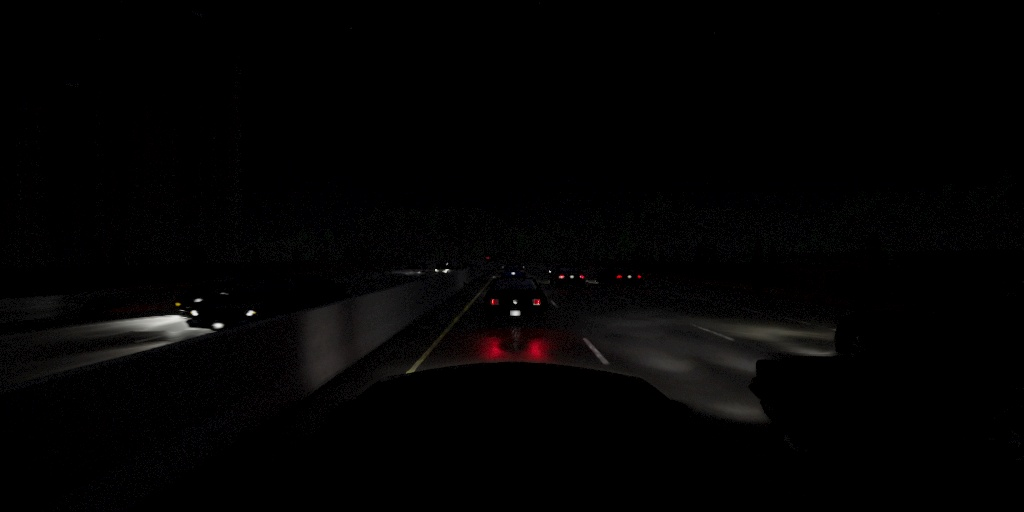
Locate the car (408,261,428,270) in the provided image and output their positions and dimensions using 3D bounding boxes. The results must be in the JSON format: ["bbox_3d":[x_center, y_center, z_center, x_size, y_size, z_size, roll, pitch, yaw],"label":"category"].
[{"bbox_3d":[-14.043,1.422,53.624,1.895,1.301,4.718,0,0,0],"label":"car"}]

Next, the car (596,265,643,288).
[{"bbox_3d":[7.109,1.304,24.184,2.033,1.411,5.357,0,0,0],"label":"car"}]

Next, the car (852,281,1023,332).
[{"bbox_3d":[7.102,1.102,4.818,2.097,1.767,4.553,0,0,0],"label":"car"}]

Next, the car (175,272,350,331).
[{"bbox_3d":[-7.097,1.298,11.322,2.033,1.411,5.357,0,0,0],"label":"car"}]

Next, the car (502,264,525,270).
[{"bbox_3d":[0.111,1.329,29.886,1.994,1.385,4.181,0,0,0],"label":"car"}]

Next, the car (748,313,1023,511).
[{"bbox_3d":[3.601,1.351,1.894,1.895,1.301,4.718,0,0,0],"label":"car"}]

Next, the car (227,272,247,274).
[{"bbox_3d":[-10.594,1.316,14.102,1.994,1.385,4.181,0,0,0],"label":"car"}]

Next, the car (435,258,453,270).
[{"bbox_3d":[-10.539,1.180,55.703,2.097,1.767,4.553,0,0,0],"label":"car"}]

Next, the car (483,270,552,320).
[{"bbox_3d":[0.104,1.352,12.520,1.895,1.301,4.718,0,0,0],"label":"car"}]

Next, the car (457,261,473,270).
[{"bbox_3d":[-7.047,1.422,53.886,1.895,1.301,4.718,0,0,0],"label":"car"}]

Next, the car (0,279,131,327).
[{"bbox_3d":[-14.097,1.352,10.103,1.895,1.301,4.718,0,0,0],"label":"car"}]

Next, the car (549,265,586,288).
[{"bbox_3d":[3.609,1.304,24.089,2.033,1.411,5.357,0,0,0],"label":"car"}]
